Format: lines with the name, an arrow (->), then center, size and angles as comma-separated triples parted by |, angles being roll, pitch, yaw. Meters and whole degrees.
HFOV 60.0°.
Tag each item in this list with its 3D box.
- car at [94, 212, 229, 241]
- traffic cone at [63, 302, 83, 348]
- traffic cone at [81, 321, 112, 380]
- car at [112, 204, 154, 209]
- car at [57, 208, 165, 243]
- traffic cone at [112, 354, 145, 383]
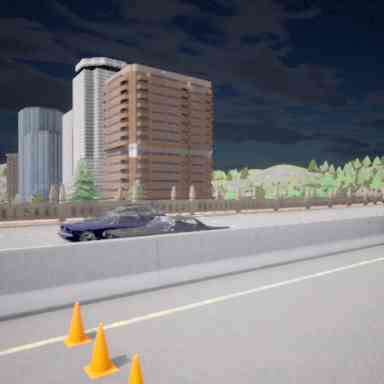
car -> -0.935, 1.584, 12.443 | 4.718, 1.301, 1.895 | 0, 0, -36
traffic cone -> -1.726, 1.953, 5.012 | 0.340, 0.580, 0.340 | 0, 0, -36
traffic cone -> -1.144, 1.953, 4.198 | 0.340, 0.580, 0.340 | 0, 0, -36
car -> -3.737, 1.485, 19.045 | 4.892, 1.490, 1.837 | 0, 0, -36
car -> -3.442, 1.587, 14.955 | 4.718, 1.301, 1.895 | 0, 0, -36
traffic cone -> -0.563, 1.953, 3.384 | 0.340, 0.580, 0.340 | 0, 0, -36
